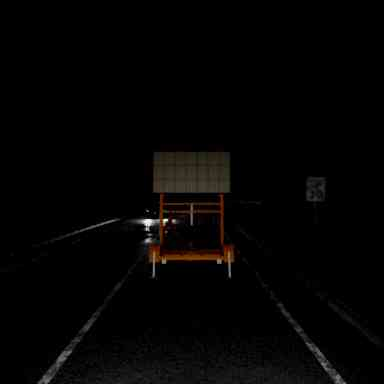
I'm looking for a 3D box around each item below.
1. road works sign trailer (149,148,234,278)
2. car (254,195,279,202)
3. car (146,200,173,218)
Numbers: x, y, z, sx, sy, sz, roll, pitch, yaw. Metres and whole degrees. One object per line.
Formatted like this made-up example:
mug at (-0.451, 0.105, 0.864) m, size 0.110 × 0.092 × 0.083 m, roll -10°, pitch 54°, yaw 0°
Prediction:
road works sign trailer at (-0.009, 0.467, 10.123) m, size 2.380 × 3.560 × 2.880 m, roll 0°, pitch 0°, yaw 0°
car at (14.737, 1.228, 65.810) m, size 5.357 × 1.411 × 2.033 m, roll -1°, pitch 0°, yaw -33°
car at (-2.858, 1.516, 30.102) m, size 1.837 × 1.490 × 4.892 m, roll 0°, pitch 0°, yaw 6°
